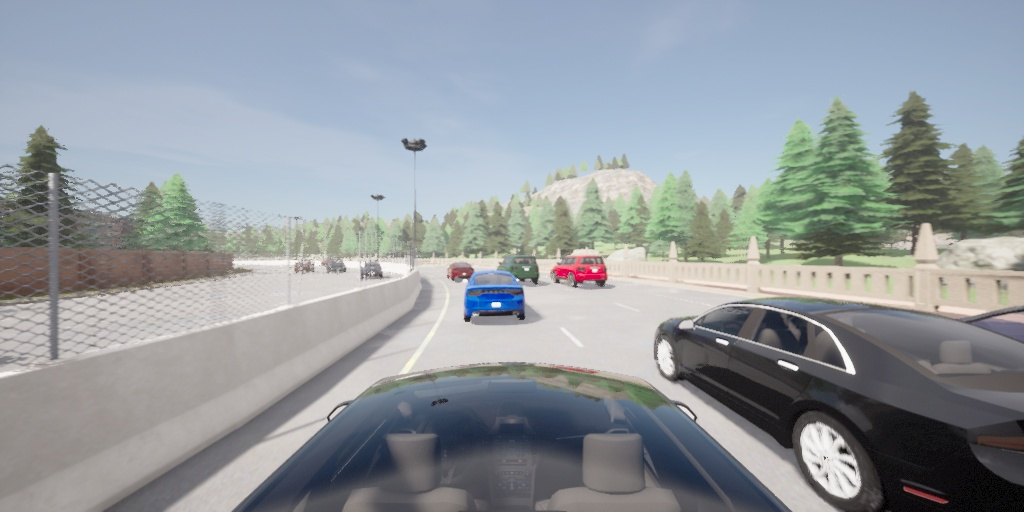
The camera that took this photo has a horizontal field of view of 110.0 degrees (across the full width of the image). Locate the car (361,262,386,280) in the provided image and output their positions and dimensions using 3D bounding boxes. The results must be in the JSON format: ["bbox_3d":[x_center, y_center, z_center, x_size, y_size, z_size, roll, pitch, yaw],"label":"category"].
[{"bbox_3d":[-12.878,1.331,33.194,1.837,1.490,4.892,0,0,-20],"label":"car"}]

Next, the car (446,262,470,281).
[{"bbox_3d":[-4.460,1.268,30.638,1.882,1.535,5.008,0,0,-16],"label":"car"}]

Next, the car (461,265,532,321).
[{"bbox_3d":[-0.720,1.239,12.677,1.882,1.535,5.008,0,0,-6],"label":"car"}]

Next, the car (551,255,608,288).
[{"bbox_3d":[4.442,0.970,24.288,2.150,2.045,5.566,0,0,-12],"label":"car"}]

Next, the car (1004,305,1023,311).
[{"bbox_3d":[6.957,1.271,4.094,2.033,1.411,5.357,0,0,-2],"label":"car"}]

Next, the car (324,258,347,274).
[{"bbox_3d":[-21.779,1.223,44.562,2.097,1.767,4.553,0,0,-29],"label":"car"}]

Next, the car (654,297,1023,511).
[{"bbox_3d":[3.395,1.243,4.283,1.837,1.490,4.892,0,0,-1],"label":"car"}]

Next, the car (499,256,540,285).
[{"bbox_3d":[0.353,0.989,26.469,2.150,2.045,5.566,0,0,-14],"label":"car"}]

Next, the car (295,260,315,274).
[{"bbox_3d":[-25.942,1.241,44.920,2.097,1.767,4.553,0,0,-30],"label":"car"}]
